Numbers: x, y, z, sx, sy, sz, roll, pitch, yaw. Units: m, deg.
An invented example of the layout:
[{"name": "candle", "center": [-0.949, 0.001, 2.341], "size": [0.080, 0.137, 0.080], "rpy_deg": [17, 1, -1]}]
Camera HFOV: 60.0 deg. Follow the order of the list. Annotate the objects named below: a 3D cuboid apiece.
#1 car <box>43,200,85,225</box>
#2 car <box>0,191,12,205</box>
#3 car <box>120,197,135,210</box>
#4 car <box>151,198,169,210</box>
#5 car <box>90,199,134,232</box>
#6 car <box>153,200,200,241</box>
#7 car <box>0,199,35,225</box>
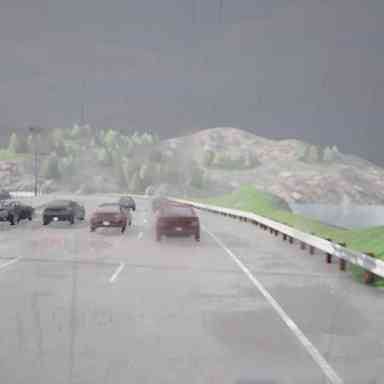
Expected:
[{"name": "car", "center": [-8.445, 1.321, 22.226], "size": [1.837, 1.490, 4.892], "rpy_deg": [0, 0, -7]}, {"name": "car", "center": [-28.429, 0.824, 49.071], "size": [2.150, 2.045, 5.566], "rpy_deg": [0, 0, -16]}, {"name": "car", "center": [-7.304, 1.259, 36.846], "size": [1.994, 1.385, 4.181], "rpy_deg": [0, 0, -11]}, {"name": "car", "center": [-3.117, 1.267, 33.783], "size": [2.033, 1.411, 5.357], "rpy_deg": [0, 0, -10]}, {"name": "car", "center": [-4.546, 1.368, 18.955], "size": [1.812, 1.442, 4.674], "rpy_deg": [0, 0, -6]}, {"name": "car", "center": [-0.741, 1.344, 15.983], "size": [1.882, 1.535, 5.008], "rpy_deg": [0, 0, -5]}, {"name": "car", "center": [-11.923, 1.312, 21.823], "size": [2.128, 1.511, 4.902], "rpy_deg": [0, 0, -7]}]
